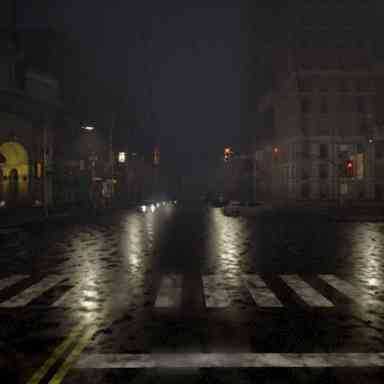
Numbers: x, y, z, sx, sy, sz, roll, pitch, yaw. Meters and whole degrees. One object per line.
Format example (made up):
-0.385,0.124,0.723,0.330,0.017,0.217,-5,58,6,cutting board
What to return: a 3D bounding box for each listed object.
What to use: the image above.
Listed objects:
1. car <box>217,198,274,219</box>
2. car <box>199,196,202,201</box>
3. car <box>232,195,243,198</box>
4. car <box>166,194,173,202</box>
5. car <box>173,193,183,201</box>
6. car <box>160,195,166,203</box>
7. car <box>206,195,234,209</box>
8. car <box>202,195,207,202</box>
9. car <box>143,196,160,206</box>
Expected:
4.921,1.525,29.249,4.674,1.442,1.812,0,0,-17,car
3.319,1.522,85.422,1.812,1.442,4.674,0,0,22,car
12.516,1.498,94.224,1.837,1.490,4.892,0,0,41,car
-6.440,1.523,75.886,2.128,1.511,4.902,0,0,7,car
-3.966,1.222,85.950,2.150,2.045,5.566,0,0,19,car
-6.979,1.490,65.733,2.128,1.511,4.902,0,0,1,car
3.764,1.490,45.620,2.128,1.511,4.902,0,0,-7,car
4.271,1.498,76.390,1.837,1.490,4.892,0,0,13,car
-7.013,1.599,56.096,1.895,1.301,4.718,0,0,1,car
